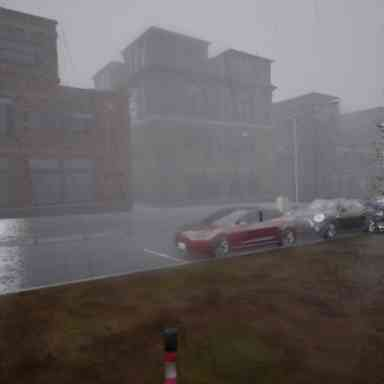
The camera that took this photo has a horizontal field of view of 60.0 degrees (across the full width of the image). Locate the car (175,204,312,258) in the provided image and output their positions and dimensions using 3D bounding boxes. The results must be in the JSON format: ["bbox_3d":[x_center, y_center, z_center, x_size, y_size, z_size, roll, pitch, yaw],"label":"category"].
[{"bbox_3d":[1.687,1.277,11.777,4.792,1.488,2.163,0,1,-33],"label":"car"}]

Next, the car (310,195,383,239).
[{"bbox_3d":[6.237,1.024,15.044,4.553,1.767,2.185,0,0,-33],"label":"car"}]
